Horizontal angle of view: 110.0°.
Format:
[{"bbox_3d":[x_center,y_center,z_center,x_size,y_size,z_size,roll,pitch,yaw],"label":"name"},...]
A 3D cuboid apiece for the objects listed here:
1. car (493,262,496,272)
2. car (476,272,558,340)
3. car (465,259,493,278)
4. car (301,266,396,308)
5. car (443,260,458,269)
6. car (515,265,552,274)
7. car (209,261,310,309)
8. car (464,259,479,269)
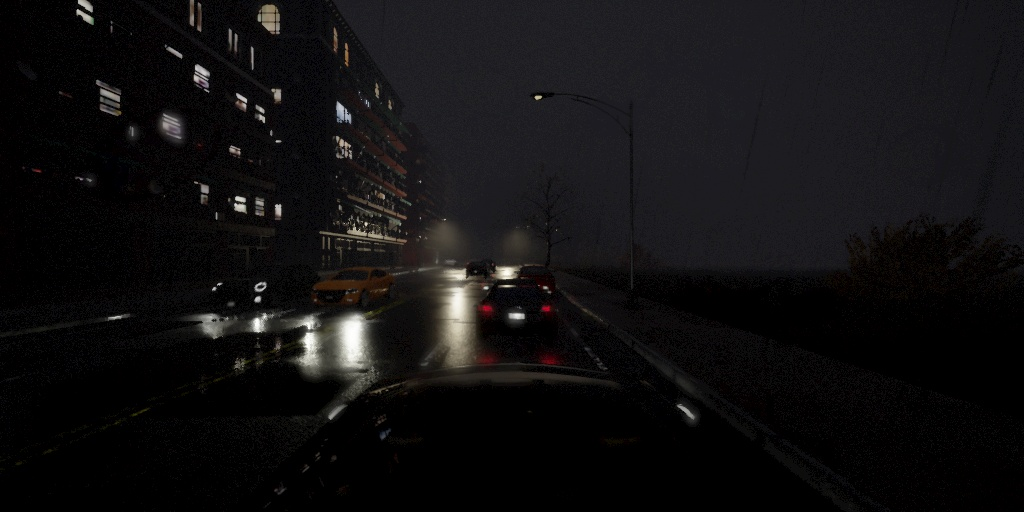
[{"bbox_3d":[-3.107,1.104,44.842,2.097,1.767,4.553,0,0,-1],"label":"car"},{"bbox_3d":[0.109,1.315,10.010,1.994,1.385,4.181,0,0,0],"label":"car"},{"bbox_3d":[-3.121,1.231,33.261,1.882,1.535,5.008,0,-1,0],"label":"car"},{"bbox_3d":[-6.588,1.229,15.428,1.882,1.535,5.008,0,0,0],"label":"car"},{"bbox_3d":[-9.786,1.298,57.580,2.033,1.411,5.357,0,0,0],"label":"car"},{"bbox_3d":[1.152,1.230,18.930,1.882,1.535,5.008,0,0,0],"label":"car"},{"bbox_3d":[-9.839,1.104,14.800,2.097,1.767,4.553,0,0,0],"label":"car"},{"bbox_3d":[-6.531,1.276,58.448,1.812,1.442,4.674,0,0,0],"label":"car"}]
